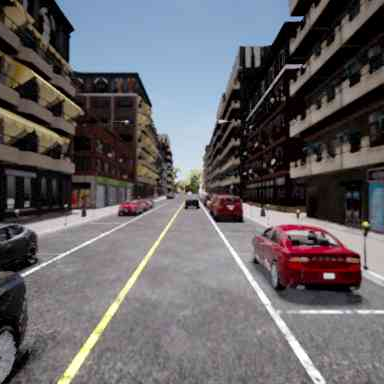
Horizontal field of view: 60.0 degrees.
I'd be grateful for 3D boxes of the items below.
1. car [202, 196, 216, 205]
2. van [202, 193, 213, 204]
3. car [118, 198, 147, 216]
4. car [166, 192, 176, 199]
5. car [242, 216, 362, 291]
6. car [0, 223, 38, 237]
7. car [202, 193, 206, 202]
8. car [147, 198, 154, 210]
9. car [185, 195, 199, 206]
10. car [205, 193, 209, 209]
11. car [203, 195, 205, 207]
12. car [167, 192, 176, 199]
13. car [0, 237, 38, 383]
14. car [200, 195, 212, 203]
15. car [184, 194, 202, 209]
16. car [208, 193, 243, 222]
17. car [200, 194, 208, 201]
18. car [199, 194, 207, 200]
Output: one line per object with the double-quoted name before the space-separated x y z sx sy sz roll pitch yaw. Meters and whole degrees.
"car" 2.696 1.341 53.343 1.887 1.381 4.507 1 0 0
"van" 2.699 1.117 58.913 1.690 1.788 3.998 1 0 0
"car" -5.682 1.425 31.098 1.887 1.381 4.507 1 0 0
"car" -5.688 1.237 86.809 1.947 1.339 4.313 1 0 0
"car" 2.701 1.510 8.774 1.887 1.381 4.507 1 0 0
"car" -5.680 1.531 8.813 1.947 1.339 4.313 1 0 0
"car" 2.700 1.133 47.771 2.192 1.841 5.009 1 0 0
"car" -5.683 1.441 36.668 1.802 1.307 4.206 1 0 0
"car" -0.004 1.292 52.477 2.128 1.511 4.902 0 0 0
"car" 2.701 1.195 31.057 2.192 1.841 5.009 1 0 0
"car" 2.697 1.363 42.370 1.752 1.417 4.829 1 0 0
"car" -5.684 0.966 92.378 2.192 1.841 5.009 1 0 0
"car" -3.087 1.468 2.331 1.882 1.535 5.008 0 0 0
"car" 2.695 1.305 64.485 2.008 1.369 4.403 1 0 0
"car" -0.003 1.343 42.315 1.837 1.490 4.892 0 0 0
"car" 2.702 1.217 25.487 2.192 1.841 5.009 1 0 0
"car" 2.694 1.238 75.797 1.752 1.417 4.829 1 0 0
"car" 2.693 1.274 81.199 1.802 1.307 4.206 1 0 0
